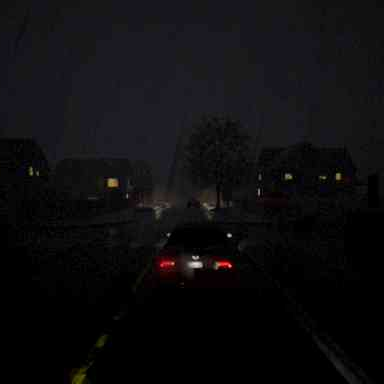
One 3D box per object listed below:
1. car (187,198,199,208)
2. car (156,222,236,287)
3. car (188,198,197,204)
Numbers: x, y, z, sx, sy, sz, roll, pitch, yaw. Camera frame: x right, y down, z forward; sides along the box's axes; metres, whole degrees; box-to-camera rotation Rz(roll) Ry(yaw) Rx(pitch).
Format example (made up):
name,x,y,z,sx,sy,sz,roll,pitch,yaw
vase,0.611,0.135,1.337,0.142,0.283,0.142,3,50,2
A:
name,x,y,z,sx,sy,sz,roll,pitch,yaw
car,0.192,1.713,52.393,2.128,1.511,4.902,0,0,0
car,0.188,1.574,9.439,2.033,1.411,5.357,0,0,3
car,0.157,1.962,72.487,1.895,1.301,4.718,0,0,0
